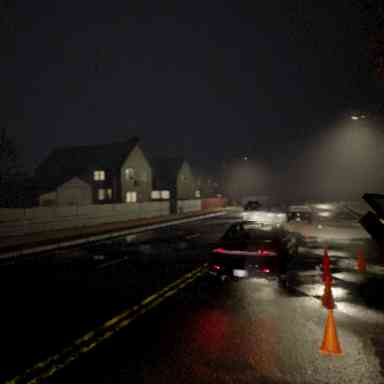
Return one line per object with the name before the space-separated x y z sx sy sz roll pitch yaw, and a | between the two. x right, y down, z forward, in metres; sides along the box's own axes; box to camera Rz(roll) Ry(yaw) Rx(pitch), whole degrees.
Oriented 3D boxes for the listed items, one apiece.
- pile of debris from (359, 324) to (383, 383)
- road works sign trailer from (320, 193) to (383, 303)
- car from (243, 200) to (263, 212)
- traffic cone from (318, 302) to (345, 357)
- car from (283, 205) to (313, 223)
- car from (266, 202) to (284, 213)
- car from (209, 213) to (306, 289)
pile of debris | 3.280 2.175 4.316 1.860 0.140 1.500 -1 -1 21
road works sign trailer | 4.344 1.107 5.102 3.560 2.880 2.380 3 40 -28
car | 8.034 1.846 43.567 1.837 1.490 4.892 -1 -1 21
traffic cone | 2.002 1.988 4.803 0.340 0.580 0.340 -1 -1 21
car | 8.898 1.791 27.352 1.895 1.301 4.718 -1 -1 21
car | 10.137 1.856 40.015 1.994 1.385 4.181 -1 -1 21
car | 1.941 1.571 9.528 2.128 1.511 4.902 -1 -1 21
